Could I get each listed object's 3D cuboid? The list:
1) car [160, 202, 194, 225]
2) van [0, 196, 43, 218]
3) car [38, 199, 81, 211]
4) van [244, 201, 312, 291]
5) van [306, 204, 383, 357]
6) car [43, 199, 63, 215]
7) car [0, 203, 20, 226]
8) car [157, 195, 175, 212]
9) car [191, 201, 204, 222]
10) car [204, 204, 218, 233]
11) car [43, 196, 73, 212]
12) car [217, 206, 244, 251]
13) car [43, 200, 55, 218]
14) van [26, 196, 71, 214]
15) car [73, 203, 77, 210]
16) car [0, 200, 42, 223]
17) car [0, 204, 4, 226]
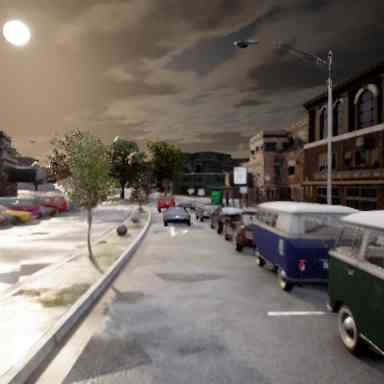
[{"bbox_3d":[-1.205,1.703,25.225,1.994,1.385,4.181,0,0,-5],"label":"car"},{"bbox_3d":[-15.379,1.459,27.991,4.442,1.987,1.878,0,0,-7],"label":"van"},{"bbox_3d":[-17.533,1.729,44.158,4.892,1.521,2.231,0,0,-8],"label":"car"},{"bbox_3d":[2.836,1.280,9.129,1.878,1.987,4.442,0,0,-1],"label":"van"},{"bbox_3d":[2.991,1.255,3.593,1.878,1.987,4.442,0,0,0],"label":"van"},{"bbox_3d":[-15.906,1.737,33.294,4.792,1.488,2.163,0,0,-7],"label":"car"},{"bbox_3d":[-14.684,1.693,22.573,4.674,1.452,2.002,0,0,-5],"label":"car"},{"bbox_3d":[-3.330,1.435,42.897,2.150,2.045,5.566,0,0,-8],"label":"car"},{"bbox_3d":[1.367,1.692,28.085,2.033,1.411,5.357,0,0,-6],"label":"car"},{"bbox_3d":[2.210,1.580,20.062,2.097,1.535,5.008,0,0,-4],"label":"car"},{"bbox_3d":[-16.352,1.465,35.986,5.566,2.045,2.435,0,0,-8],"label":"car"},{"bbox_3d":[2.585,1.574,14.582,2.163,1.488,4.792,0,0,-3],"label":"car"},{"bbox_3d":[-15.589,1.737,30.698,4.674,1.452,2.002,0,0,-7],"label":"car"},{"bbox_3d":[-16.617,1.495,38.722,4.442,1.987,1.878,0,0,-8],"label":"van"},{"bbox_3d":[-17.167,1.600,41.428,4.553,1.767,2.185,0,0,-8],"label":"car"},{"bbox_3d":[-14.773,1.666,25.308,5.366,1.575,1.946,0,0,-6],"label":"car"},{"bbox_3d":[-14.403,1.664,19.856,4.792,1.488,2.163,0,0,-5],"label":"car"}]
